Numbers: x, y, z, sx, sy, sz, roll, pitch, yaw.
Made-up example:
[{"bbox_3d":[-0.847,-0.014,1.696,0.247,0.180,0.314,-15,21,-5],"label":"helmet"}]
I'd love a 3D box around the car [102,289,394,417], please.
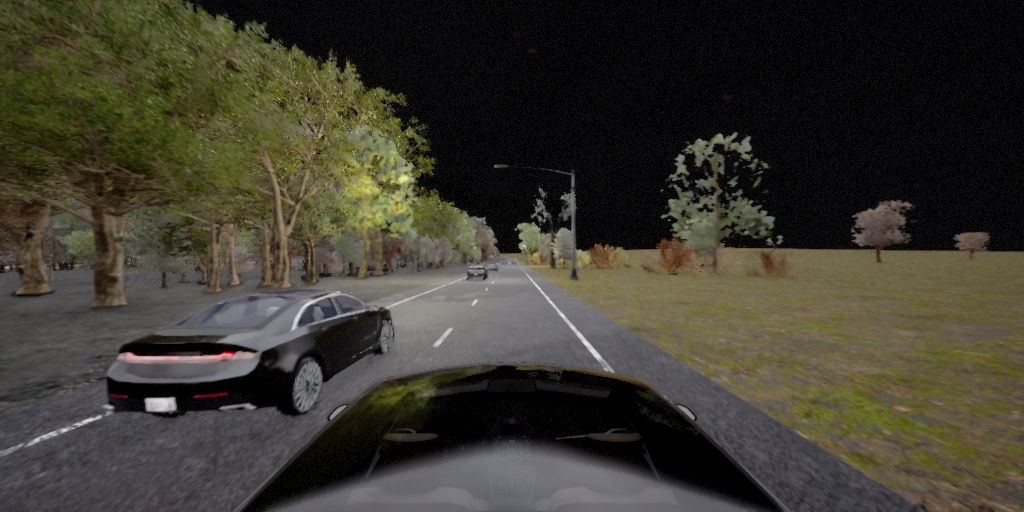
[{"bbox_3d":[-3.525,1.303,6.036,2.128,1.511,4.902,0,-1,0],"label":"car"}]

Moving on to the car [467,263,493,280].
[{"bbox_3d":[-3.379,1.565,36.039,2.128,1.511,4.902,0,0,0],"label":"car"}]

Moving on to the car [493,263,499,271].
[{"bbox_3d":[-3.264,1.825,59.299,1.994,1.385,4.181,0,0,0],"label":"car"}]
